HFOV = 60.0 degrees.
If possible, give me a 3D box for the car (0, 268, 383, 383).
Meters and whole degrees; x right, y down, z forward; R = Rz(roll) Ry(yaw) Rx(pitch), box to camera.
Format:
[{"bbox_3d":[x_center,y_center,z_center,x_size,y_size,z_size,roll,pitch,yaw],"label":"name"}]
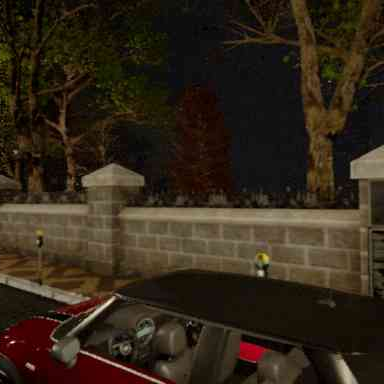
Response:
[{"bbox_3d":[-0.134,1.457,2.980,4.097,1.590,1.967,-1,-1,36],"label":"car"}]
